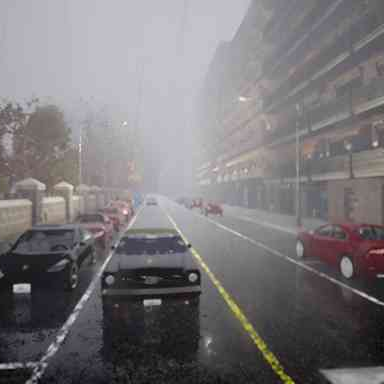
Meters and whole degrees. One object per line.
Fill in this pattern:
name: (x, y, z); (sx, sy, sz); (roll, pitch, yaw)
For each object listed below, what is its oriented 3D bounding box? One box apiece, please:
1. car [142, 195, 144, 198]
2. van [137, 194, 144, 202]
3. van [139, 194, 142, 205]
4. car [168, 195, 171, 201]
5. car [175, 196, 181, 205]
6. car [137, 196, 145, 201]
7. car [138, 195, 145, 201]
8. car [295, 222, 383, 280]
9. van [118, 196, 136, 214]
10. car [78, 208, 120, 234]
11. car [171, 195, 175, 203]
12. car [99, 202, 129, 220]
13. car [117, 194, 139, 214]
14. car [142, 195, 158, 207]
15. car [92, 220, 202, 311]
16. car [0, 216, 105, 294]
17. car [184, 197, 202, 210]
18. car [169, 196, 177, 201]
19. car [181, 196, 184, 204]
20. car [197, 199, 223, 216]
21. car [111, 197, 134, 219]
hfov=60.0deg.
car: (-9.871, 1.610, 59.149); (1.947, 1.339, 4.313); (0, 0, -7)
van: (-12.616, 1.427, 81.502); (1.690, 1.788, 3.998); (0, 0, -7)
van: (-8.498, 1.371, 47.973); (1.690, 1.788, 3.998); (0, 0, -7)
car: (-4.319, 1.615, 82.693); (1.752, 1.417, 4.829); (0, 0, -7)
car: (-1.553, 1.614, 60.172); (1.947, 1.339, 4.313); (0, 0, -7)
car: (-13.303, 1.681, 87.090); (1.802, 1.307, 4.206); (0, 0, -7)
car: (-13.990, 1.657, 92.678); (1.887, 1.381, 4.507); (0, 0, -7)
car: (4.627, 1.545, 9.878); (1.887, 1.381, 4.507); (0, 0, -7)
van: (-7.124, 1.357, 36.796); (1.690, 1.788, 3.998); (0, 0, -7)
car: (-4.378, 1.577, 14.446); (1.802, 1.307, 4.206); (0, 0, -7)
car: (-2.926, 1.507, 71.347); (1.967, 1.590, 4.097); (0, 0, -7)
car: (-5.064, 1.541, 20.032); (1.887, 1.381, 4.507); (0, 0, -7)
car: (-6.438, 1.324, 31.207); (2.192, 1.841, 5.009); (0, 0, -7)
car: (-6.247, 1.582, 51.720); (2.033, 1.411, 5.357); (0, 0, -7)
car: (-0.968, 1.599, 7.948); (1.895, 1.301, 4.718); (0, 0, -7)
car: (-3.691, 1.563, 8.857); (1.947, 1.339, 4.313); (0, 0, -7)
car: (0.507, 1.466, 43.406); (1.967, 1.590, 4.097); (0, 0, -7)
car: (-4.986, 1.684, 88.112); (1.802, 1.307, 4.206); (0, 0, -7)
car: (-0.180, 1.615, 48.995); (1.802, 1.307, 4.206); (0, 0, -7)
car: (1.880, 1.594, 32.229); (1.802, 1.307, 4.206); (0, 0, -7)
car: (-5.750, 1.442, 25.618); (1.967, 1.590, 4.097); (0, 0, -7)
